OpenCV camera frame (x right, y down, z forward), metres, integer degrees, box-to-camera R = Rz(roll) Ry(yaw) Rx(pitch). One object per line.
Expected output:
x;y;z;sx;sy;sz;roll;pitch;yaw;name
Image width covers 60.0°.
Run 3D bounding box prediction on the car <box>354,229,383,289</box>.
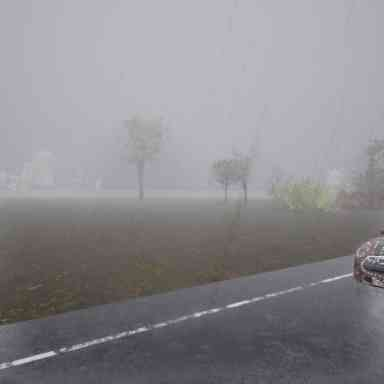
6.014;1.355;8.234;4.553;1.767;2.097;0;0;-35;car
